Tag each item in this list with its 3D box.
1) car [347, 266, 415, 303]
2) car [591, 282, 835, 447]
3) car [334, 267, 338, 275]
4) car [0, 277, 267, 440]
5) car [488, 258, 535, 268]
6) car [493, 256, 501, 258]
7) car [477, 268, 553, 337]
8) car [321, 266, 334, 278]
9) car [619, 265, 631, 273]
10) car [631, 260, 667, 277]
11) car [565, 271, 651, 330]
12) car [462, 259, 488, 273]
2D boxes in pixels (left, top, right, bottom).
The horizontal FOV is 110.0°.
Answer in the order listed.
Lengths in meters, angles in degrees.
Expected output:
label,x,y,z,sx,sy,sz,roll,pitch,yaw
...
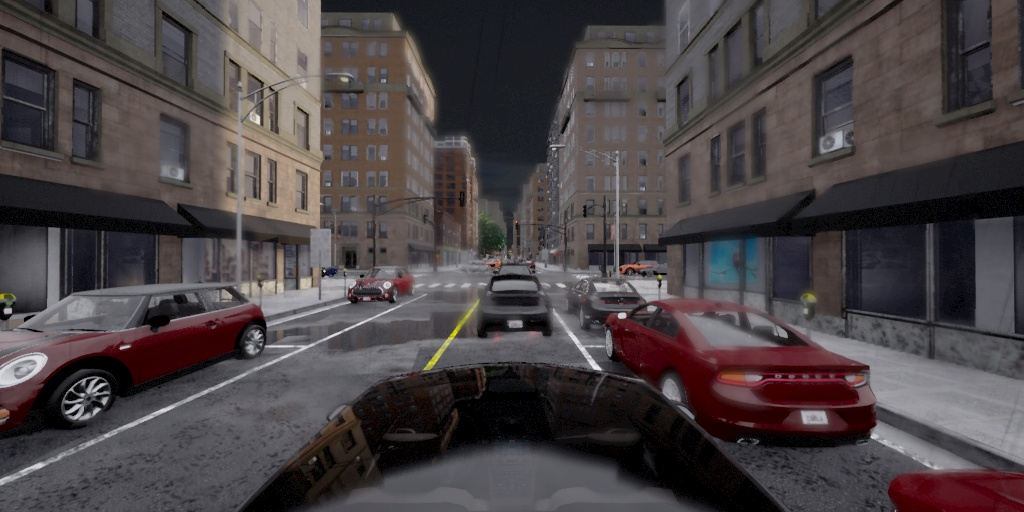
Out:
label,x,y,z,sx,sy,sz,roll,pitch,yaw
car,-5.835,1.194,16.389,1.967,1.591,4.097,0,0,0
car,2.675,1.296,5.397,1.888,1.381,4.507,0,0,0
car,-18.410,1.149,32.413,5.008,1.535,1.882,0,0,0
car,-5.852,1.190,5.403,1.967,1.591,4.097,0,0,0
car,0.120,1.108,17.728,2.097,1.767,4.553,0,0,0
car,-3.149,1.152,56.360,2.097,1.767,4.553,0,0,0
car,0.056,1.257,10.313,1.837,1.490,4.892,0,0,-1
car,-18.020,0.868,29.159,5.566,2.045,2.150,0,0,0
car,14.024,1.221,39.265,4.553,1.767,2.097,0,0,0
car,15.189,1.395,36.004,5.357,1.411,2.033,0,0,0
car,2.683,1.303,10.889,2.007,1.370,4.403,0,0,0
car,-4.323,1.377,43.303,1.895,1.301,4.718,0,0,19
